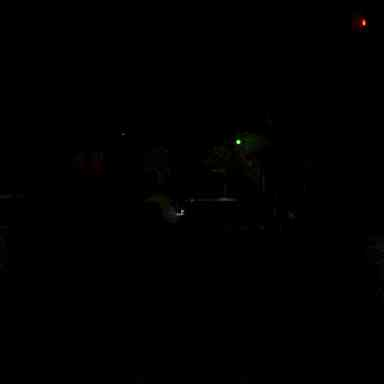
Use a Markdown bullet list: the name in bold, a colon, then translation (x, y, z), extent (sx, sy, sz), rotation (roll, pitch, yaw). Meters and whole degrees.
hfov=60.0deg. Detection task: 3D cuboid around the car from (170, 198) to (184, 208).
- **car**: translation (-2.087, 1.546, 48.153), extent (1.895, 1.301, 4.718), rotation (0, 0, 1)
